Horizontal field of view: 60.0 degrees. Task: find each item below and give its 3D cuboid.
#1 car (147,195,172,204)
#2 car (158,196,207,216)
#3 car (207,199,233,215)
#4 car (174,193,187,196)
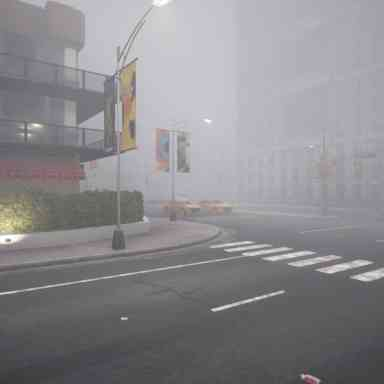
[{"bbox_3d":[-6.142,1.601,59.288,4.718,1.301,1.895,0,0,42],"label":"car"},{"bbox_3d":[-1.037,1.478,32.669,1.882,1.535,5.008,0,0,-35],"label":"car"},{"bbox_3d":[2.090,1.478,34.307,1.882,1.535,5.008,0,0,-35],"label":"car"},{"bbox_3d":[-2.530,1.221,62.095,2.150,2.045,5.566,0,0,-20],"label":"car"}]
